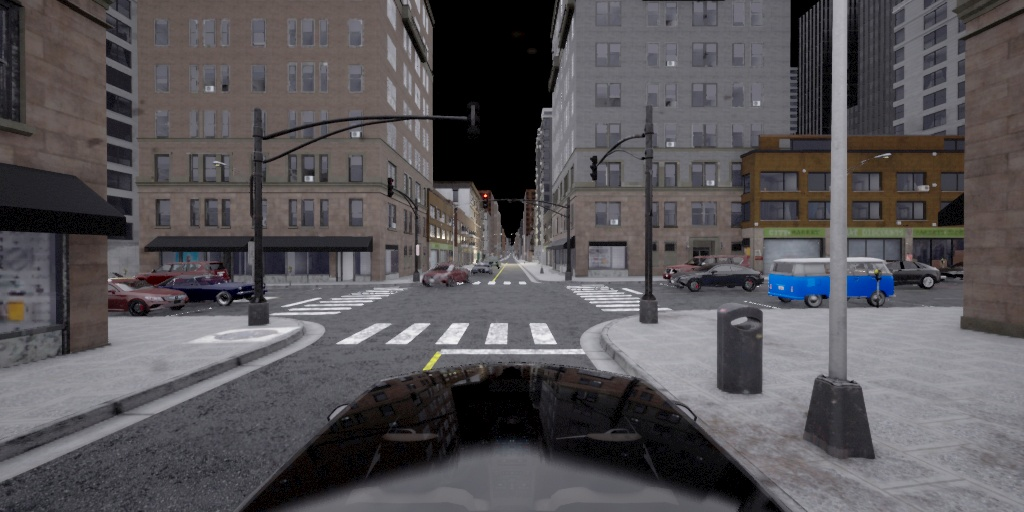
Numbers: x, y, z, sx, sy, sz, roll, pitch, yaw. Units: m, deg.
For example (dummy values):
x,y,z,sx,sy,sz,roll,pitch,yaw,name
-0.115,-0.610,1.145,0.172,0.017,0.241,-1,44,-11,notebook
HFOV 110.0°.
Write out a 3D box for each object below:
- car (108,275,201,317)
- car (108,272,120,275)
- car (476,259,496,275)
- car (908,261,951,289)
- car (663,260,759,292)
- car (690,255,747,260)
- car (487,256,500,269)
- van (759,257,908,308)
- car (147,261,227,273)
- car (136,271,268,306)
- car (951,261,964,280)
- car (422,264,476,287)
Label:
x,y,z,sx,sy,sz,roll,pitch,yaw,name
-14.814,1.527,13.636,4.207,1.307,1.802,0,0,0,car
-26.012,1.551,22.137,4.829,1.417,1.751,0,0,0,car
-3.085,1.323,38.378,1.994,1.385,4.181,0,0,0,car
20.293,0.980,19.570,4.892,1.490,1.837,-1,0,0,car
11.108,1.114,19.567,4.674,1.442,1.812,-1,0,1,car
12.103,0.872,22.219,5.009,1.841,2.192,0,0,0,car
-3.065,1.005,56.334,2.150,2.045,5.566,0,0,0,car
12.123,0.957,13.694,3.998,1.789,1.690,0,0,0,van
-20.338,1.270,22.149,5.009,1.841,2.192,0,0,0,car
-13.949,1.517,16.300,4.718,1.301,1.895,-1,0,0,car
28.931,0.916,22.255,4.313,1.339,1.948,0,0,0,car
-4.374,1.277,24.633,1.812,1.442,4.674,0,0,16,car
